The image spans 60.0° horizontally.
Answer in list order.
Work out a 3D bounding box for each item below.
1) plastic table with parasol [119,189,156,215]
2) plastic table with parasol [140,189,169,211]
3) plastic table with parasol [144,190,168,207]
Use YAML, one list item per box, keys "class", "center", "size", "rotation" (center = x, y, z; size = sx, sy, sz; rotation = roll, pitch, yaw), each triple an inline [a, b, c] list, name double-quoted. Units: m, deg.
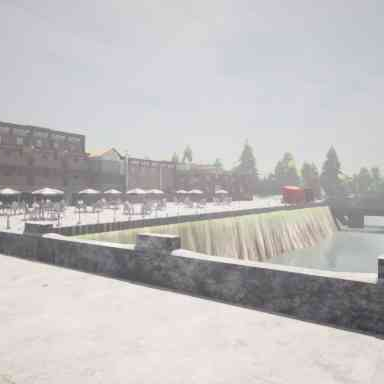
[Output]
- class: "plastic table with parasol"
  center: [-5.329, 0.925, 32.530]
  size: [2.482, 2.480, 2.482]
  rotation: [0, 0, 35]
- class: "plastic table with parasol"
  center: [-4.571, 0.925, 40.219]
  size: [2.482, 2.480, 2.482]
  rotation: [0, 0, 35]
- class: "plastic table with parasol"
  center: [-5.282, 0.925, 49.207]
  size: [2.482, 2.480, 2.482]
  rotation: [0, 0, 35]
